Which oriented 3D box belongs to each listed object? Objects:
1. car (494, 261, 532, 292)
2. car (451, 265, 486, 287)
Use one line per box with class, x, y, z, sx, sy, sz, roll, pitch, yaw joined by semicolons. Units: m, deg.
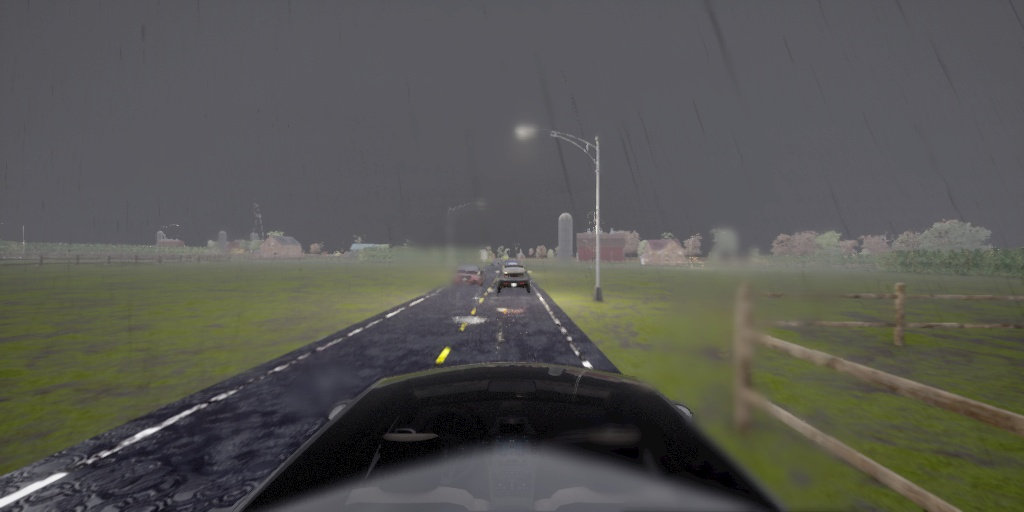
car;0.099;1.258;21.141;1.837;1.490;4.892;0;0;0
car;-2.848;1.319;24.308;1.994;1.385;4.181;0;0;0
